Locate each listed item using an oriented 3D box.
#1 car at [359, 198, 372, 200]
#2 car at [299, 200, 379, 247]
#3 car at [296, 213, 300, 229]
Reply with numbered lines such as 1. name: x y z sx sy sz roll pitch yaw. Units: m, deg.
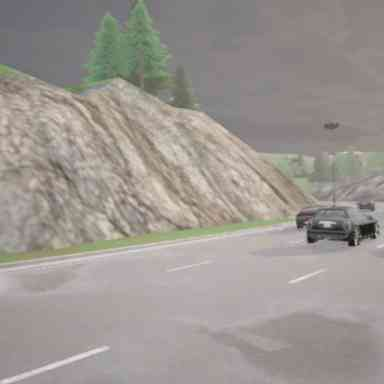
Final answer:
1. car: 22.734 1.561 43.534 2.097 1.767 4.553 -2 -1 30
2. car: 7.270 1.458 15.868 2.097 1.767 4.553 -2 -1 43
3. car: 8.716 1.692 22.776 1.837 1.490 4.892 -1 -1 40
